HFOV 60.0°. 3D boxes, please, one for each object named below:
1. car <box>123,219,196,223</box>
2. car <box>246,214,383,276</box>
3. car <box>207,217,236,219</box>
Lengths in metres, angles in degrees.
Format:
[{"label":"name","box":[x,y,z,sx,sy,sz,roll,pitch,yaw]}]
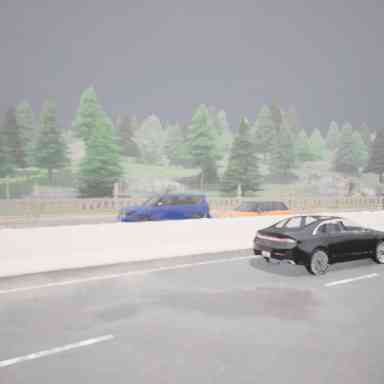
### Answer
[{"label":"car","box":[-1.549,1.140,19.291,5.566,2.045,2.150,0,0,-29]},{"label":"car","box":[4.095,1.453,10.161,4.902,1.511,2.128,0,0,-30]},{"label":"car","box":[3.323,1.281,17.898,4.553,1.767,2.097,0,0,-27]}]
